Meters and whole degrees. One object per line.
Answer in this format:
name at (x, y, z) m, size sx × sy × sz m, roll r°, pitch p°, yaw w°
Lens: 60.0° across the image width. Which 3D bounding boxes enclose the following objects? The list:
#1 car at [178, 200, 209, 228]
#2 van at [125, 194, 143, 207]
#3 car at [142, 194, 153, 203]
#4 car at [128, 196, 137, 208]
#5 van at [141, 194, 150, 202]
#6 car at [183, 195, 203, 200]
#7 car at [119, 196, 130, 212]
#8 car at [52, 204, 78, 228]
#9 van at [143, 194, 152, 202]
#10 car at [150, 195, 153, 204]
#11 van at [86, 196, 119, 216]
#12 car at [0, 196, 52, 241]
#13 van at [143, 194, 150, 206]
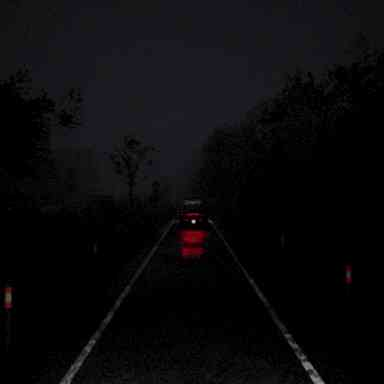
car at (0.101, 1.567, 23.006) m, size 1.837 × 1.490 × 4.892 m, roll 0°, pitch 0°, yaw 0°
van at (-9.088, 1.422, 50.787) m, size 1.878 × 1.987 × 4.442 m, roll 0°, pitch -1°, yaw -2°
car at (-10.390, 1.550, 77.512) m, size 2.435 × 2.045 × 5.566 m, roll 1°, pitch -2°, yaw -9°
car at (-9.078, 1.637, 44.273) m, size 2.163 × 1.488 × 4.792 m, roll 0°, pitch -1°, yaw -2°
van at (-13.149, 1.676, 93.965) m, size 1.878 × 1.987 × 4.442 m, roll 1°, pitch -2°, yaw -15°
car at (0.099, 1.380, 40.399) m, size 2.150 × 2.045 × 5.566 m, roll 0°, pitch 0°, yaw 0°
car at (-9.073, 1.572, 38.763) m, size 2.231 × 1.521 × 4.892 m, roll 0°, pitch -1°, yaw -2°
car at (-9.053, 1.527, 22.106) m, size 2.002 × 1.452 × 4.674 m, roll 0°, pitch 0°, yaw 0°
van at (-11.102, 1.602, 82.969) m, size 1.878 × 1.987 × 4.442 m, roll 1°, pitch -2°, yaw -10°
car at (-9.867, 1.813, 71.973) m, size 2.002 × 1.452 × 4.674 m, roll 1°, pitch -1°, yaw -5°
van at (-9.071, 1.332, 33.079) m, size 1.878 × 1.987 × 4.442 m, roll 0°, pitch 0°, yaw 2°
car at (-9.045, 1.208, 15.363) m, size 2.435 × 2.045 × 5.566 m, roll 0°, pitch 0°, yaw 1°
van at (-9.253, 1.482, 60.738) m, size 1.878 × 1.987 × 4.442 m, roll 0°, pitch -1°, yaw -2°
